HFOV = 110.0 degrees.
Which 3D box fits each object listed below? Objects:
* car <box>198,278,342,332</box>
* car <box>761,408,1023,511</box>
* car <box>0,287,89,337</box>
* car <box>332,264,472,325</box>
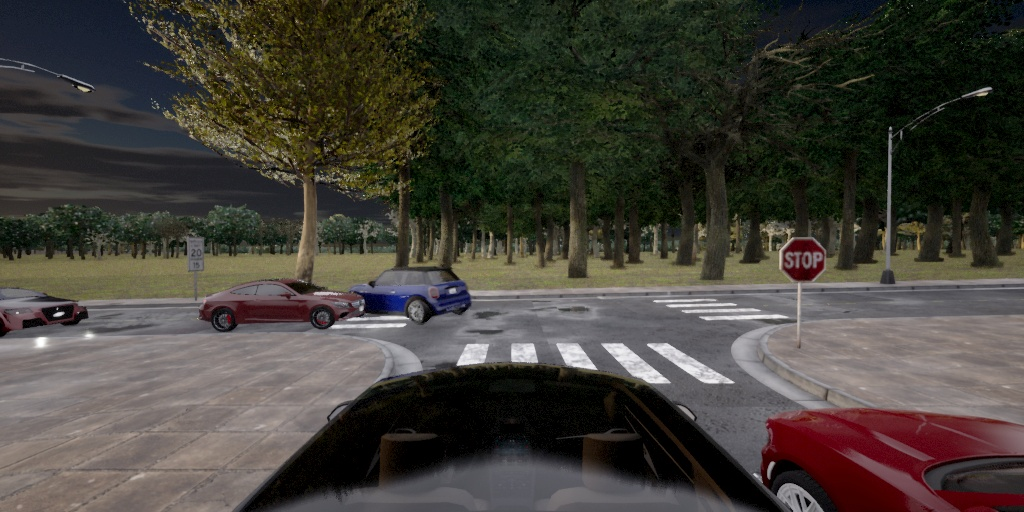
[{"bbox_3d":[-7.034,1.431,11.187,4.674,1.442,1.812,-1,1,0],"label":"car"},{"bbox_3d":[2.636,1.295,0.748,1.888,1.381,4.507,0,0,0],"label":"car"},{"bbox_3d":[-16.145,1.690,11.184,4.181,1.385,1.994,-1,1,0],"label":"car"},{"bbox_3d":[-3.695,1.154,12.315,4.553,1.767,2.097,-1,2,30],"label":"car"}]
